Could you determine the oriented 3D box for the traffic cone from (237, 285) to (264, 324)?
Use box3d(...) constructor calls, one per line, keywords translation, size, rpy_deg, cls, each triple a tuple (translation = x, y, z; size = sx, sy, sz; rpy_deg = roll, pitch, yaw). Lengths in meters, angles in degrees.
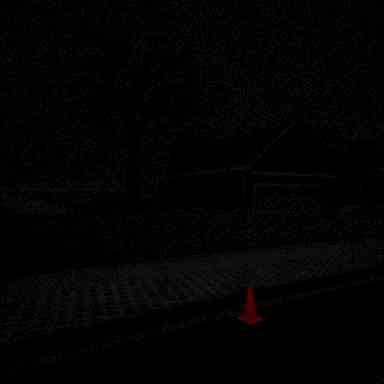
box3d(translation=(1.028, 1.942, 5.845), size=(0.340, 0.580, 0.340), rpy_deg=(0, 0, -32), cls="traffic cone")
